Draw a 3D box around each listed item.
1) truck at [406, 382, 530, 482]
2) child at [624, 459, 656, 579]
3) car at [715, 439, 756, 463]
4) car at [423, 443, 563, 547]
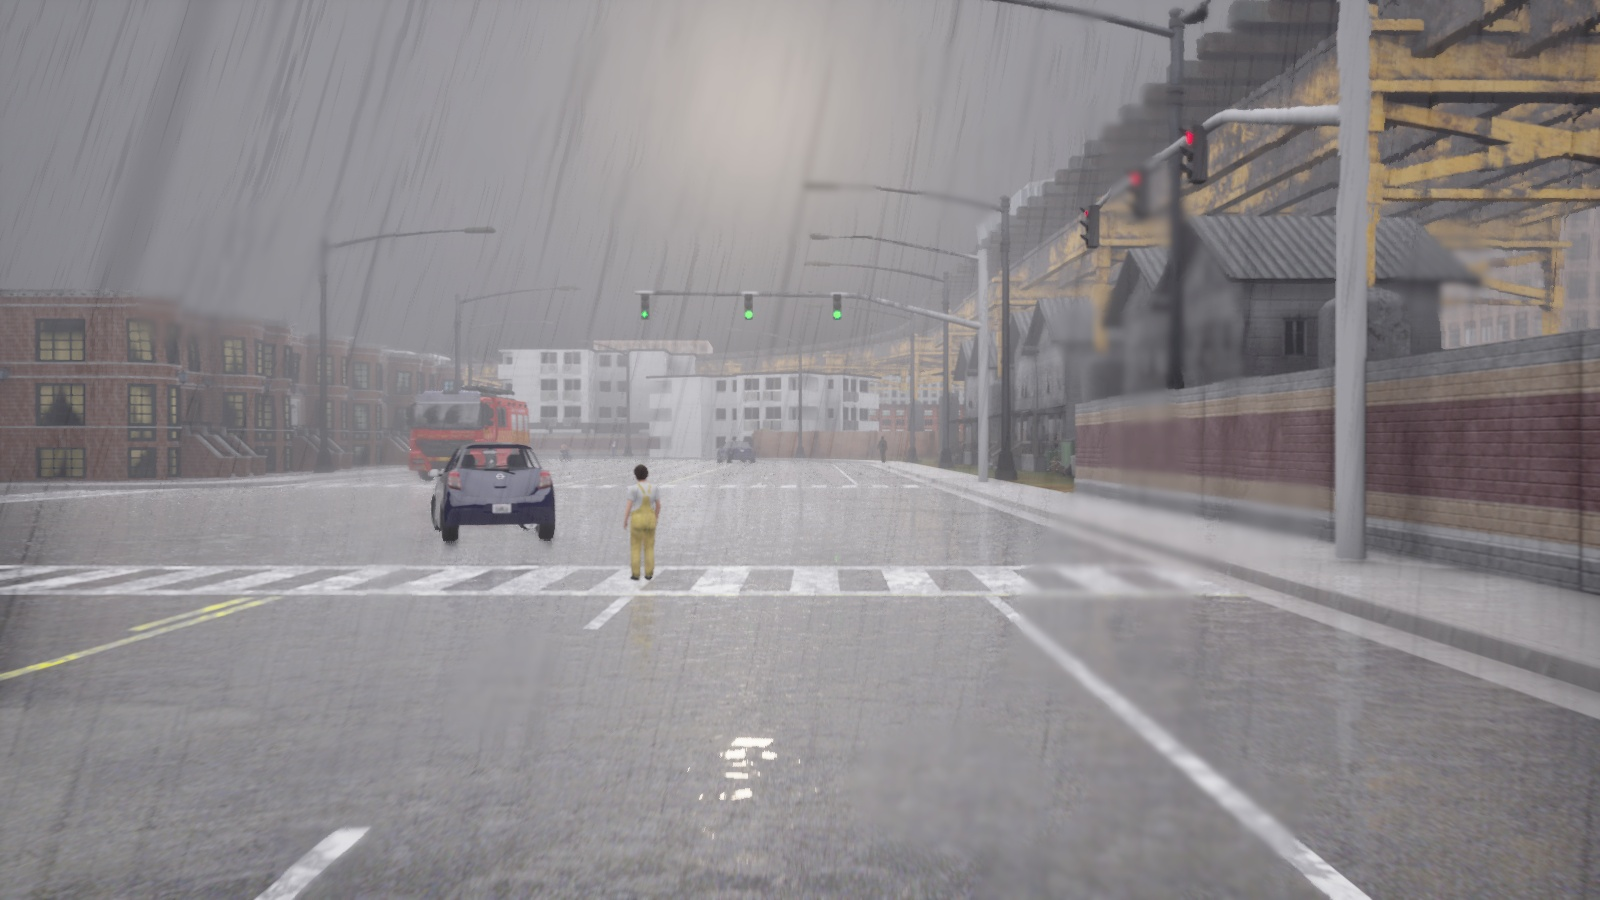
[{"bbox_3d":[-13.677,-0.725,52.467,2.891,3.827,8.468,0,0,0],"label":"truck"},{"bbox_3d":[-1.721,0.734,13.503,0.270,1.263,0.437,0,0,-18],"label":"child"},{"bbox_3d":[-4.897,0.069,94.431,2.097,1.767,4.553,0,0,-16],"label":"car"},{"bbox_3d":[-4.989,0.643,20.097,1.845,1.501,3.633,0,0,-19],"label":"car"}]
